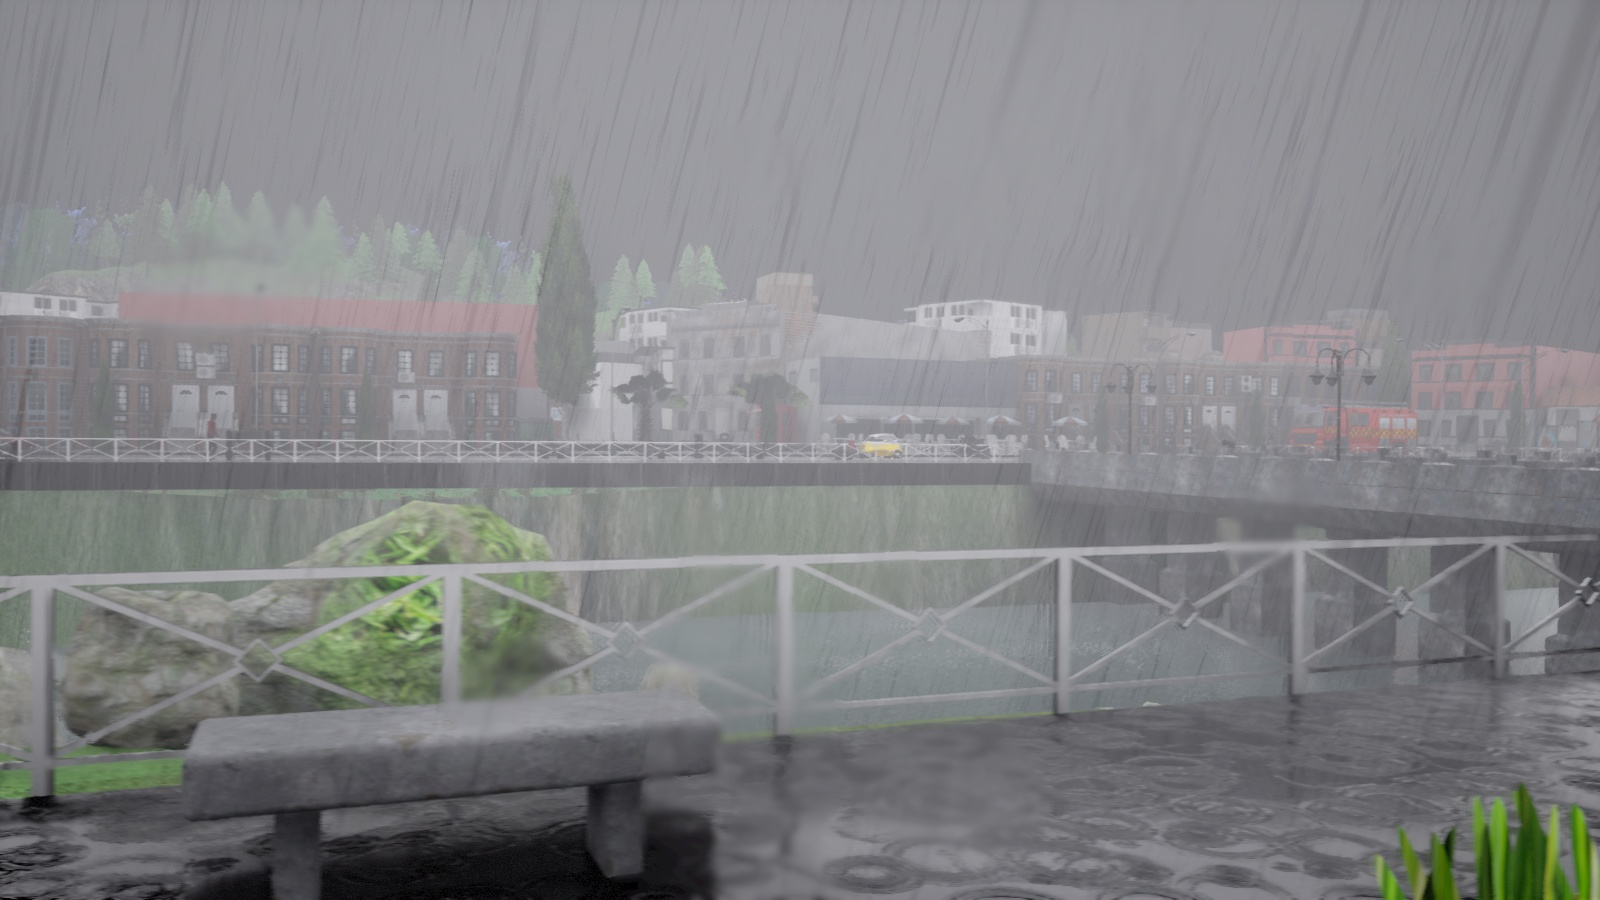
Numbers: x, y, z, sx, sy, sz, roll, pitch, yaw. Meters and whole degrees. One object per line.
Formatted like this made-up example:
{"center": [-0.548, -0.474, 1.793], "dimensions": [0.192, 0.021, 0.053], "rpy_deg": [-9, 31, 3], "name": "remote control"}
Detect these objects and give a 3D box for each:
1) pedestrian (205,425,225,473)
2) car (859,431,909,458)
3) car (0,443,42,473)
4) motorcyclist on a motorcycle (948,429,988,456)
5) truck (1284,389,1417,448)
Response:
{"center": [-22.440, -0.034, 48.203], "dimensions": [0.636, 1.846, 0.331], "rpy_deg": [-1, 1, -20], "name": "pedestrian"}
{"center": [4.491, -0.289, 67.169], "dimensions": [2.207, 1.376, 1.481], "rpy_deg": [-1, 1, -21], "name": "car"}
{"center": [-36.618, 0.386, 55.827], "dimensions": [4.718, 1.301, 1.895], "rpy_deg": [-1, 1, -21], "name": "car"}
{"center": [9.840, -0.469, 73.478], "dimensions": [2.191, 1.530, 0.866], "rpy_deg": [-1, 1, -21], "name": "motorcyclist on a motorcycle"}
{"center": [36.684, -2.125, 83.664], "dimensions": [8.468, 3.827, 2.891], "rpy_deg": [-1, 1, -21], "name": "truck"}
